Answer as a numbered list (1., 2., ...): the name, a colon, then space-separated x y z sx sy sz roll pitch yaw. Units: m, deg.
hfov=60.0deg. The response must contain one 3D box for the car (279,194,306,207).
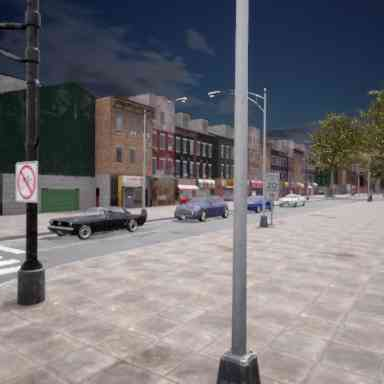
1. car: 11.842 0.977 39.025 1.812 1.442 4.674 1 1 36

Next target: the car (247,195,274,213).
1. car: 6.013 1.047 30.891 1.882 1.535 5.008 1 1 35

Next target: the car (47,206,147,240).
1. car: -4.467 1.405 16.214 1.895 1.301 4.718 1 1 35

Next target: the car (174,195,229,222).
1. car: 0.746 1.036 23.516 2.097 1.767 4.553 1 1 35
